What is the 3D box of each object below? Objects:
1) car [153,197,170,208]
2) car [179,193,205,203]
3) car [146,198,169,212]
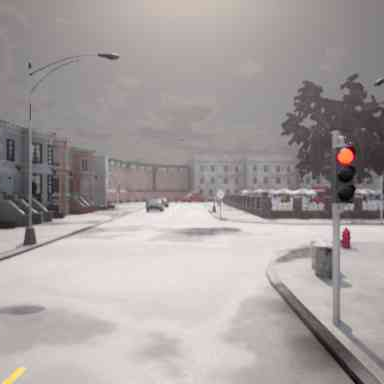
[{"bbox_3d":[-4.230,1.495,47.477,2.033,1.411,5.357,0,0,-1],"label":"car"},{"bbox_3d":[0.128,1.152,67.395,5.566,2.045,2.150,0,0,-36],"label":"car"},{"bbox_3d":[-4.179,1.505,38.645,2.033,1.411,5.357,0,0,-1],"label":"car"}]
